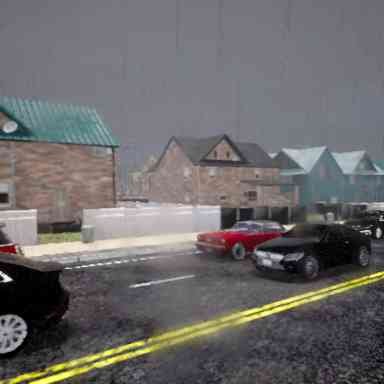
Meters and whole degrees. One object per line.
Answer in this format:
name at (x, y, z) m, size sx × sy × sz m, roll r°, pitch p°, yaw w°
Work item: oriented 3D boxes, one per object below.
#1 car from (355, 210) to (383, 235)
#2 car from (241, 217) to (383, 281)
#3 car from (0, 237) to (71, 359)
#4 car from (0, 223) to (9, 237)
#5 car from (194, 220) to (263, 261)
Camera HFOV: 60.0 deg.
car at (10.797, 1.859, 19.677) m, size 4.892 × 1.490 × 1.837 m, roll 1°, pitch -1°, yaw -36°
car at (3.958, 1.721, 10.632) m, size 4.674 × 1.442 × 1.812 m, roll 1°, pitch -1°, yaw -36°
car at (-4.266, 1.607, 4.592) m, size 4.892 × 1.490 × 1.837 m, roll 1°, pitch -2°, yaw -36°
car at (-6.151, 1.507, 7.243) m, size 4.553 × 1.767 × 2.097 m, roll 1°, pitch -1°, yaw -36°
car at (2.423, 1.855, 13.547) m, size 4.718 × 1.301 × 1.895 m, roll 1°, pitch -1°, yaw -36°
